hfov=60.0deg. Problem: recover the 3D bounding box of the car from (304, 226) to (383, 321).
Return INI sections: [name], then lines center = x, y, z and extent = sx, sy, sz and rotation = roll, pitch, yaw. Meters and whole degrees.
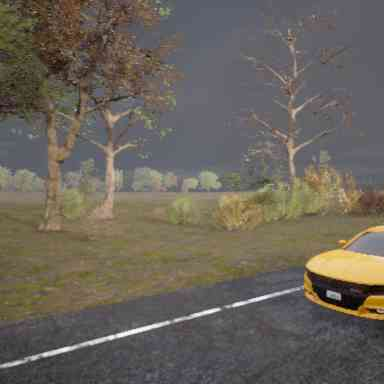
[car]
center = 4.470, 1.477, 7.085
extent = 5.008, 1.535, 1.882
rotation = 0, 0, -35
